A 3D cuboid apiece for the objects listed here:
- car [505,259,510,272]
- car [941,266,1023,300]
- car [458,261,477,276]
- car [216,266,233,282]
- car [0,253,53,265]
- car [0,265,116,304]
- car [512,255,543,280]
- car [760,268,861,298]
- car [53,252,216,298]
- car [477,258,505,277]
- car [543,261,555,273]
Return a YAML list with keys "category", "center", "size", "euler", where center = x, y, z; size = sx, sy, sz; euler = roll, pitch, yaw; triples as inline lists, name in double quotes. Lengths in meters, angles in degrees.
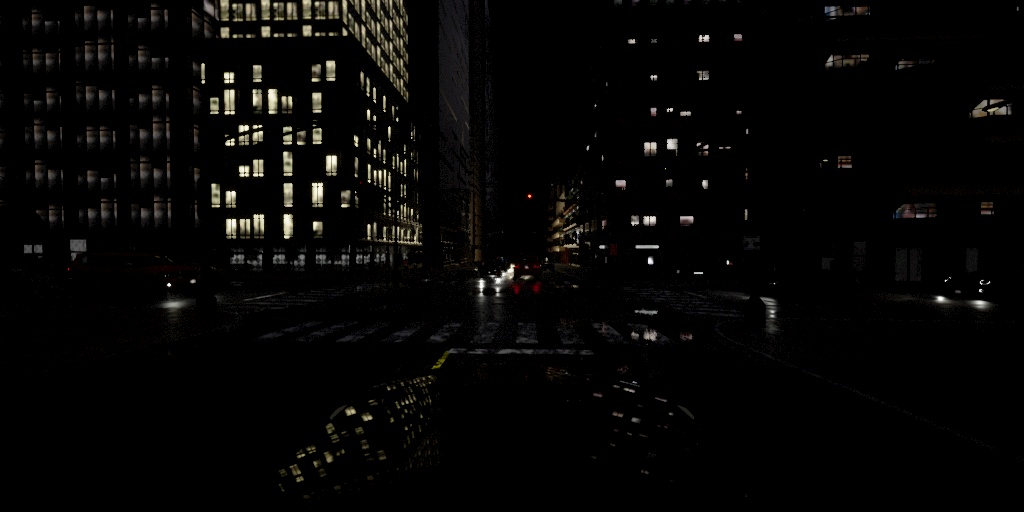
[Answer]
- category: "car"
  center: [-1.603, 1.303, 44.702]
  size: [1.994, 1.385, 4.181]
  euler: [0, 0, 2]
- category: "car"
  center: [25.374, 1.290, 18.477]
  size: [4.553, 1.767, 2.097]
  euler: [0, 1, 3]
- category: "car"
  center: [-4.478, 1.266, 36.910]
  size: [1.751, 1.417, 4.829]
  euler: [0, 0, 2]
- category: "car"
  center: [-20.943, 1.030, 23.334]
  size: [4.829, 1.417, 1.751]
  euler: [0, 0, 3]
- category: "car"
  center: [-32.875, 0.713, 23.960]
  size: [5.009, 1.841, 2.192]
  euler: [0, 0, 3]
- category: "car"
  center: [-19.858, 1.205, 14.957]
  size: [4.403, 1.370, 2.007]
  euler: [0, 0, 3]
- category: "car"
  center: [1.233, 0.964, 30.895]
  size: [2.150, 2.045, 5.566]
  euler: [0, 0, 2]
- category: "car"
  center: [15.530, 1.382, 18.975]
  size: [4.674, 1.442, 1.812]
  euler: [1, 1, 4]
- category: "car"
  center: [-18.139, 0.847, 17.419]
  size: [5.566, 2.045, 2.150]
  euler: [0, 1, 3]
- category: "car"
  center: [-1.958, 1.246, 34.805]
  size: [1.837, 1.490, 4.892]
  euler: [0, 0, 2]
- category: "car"
  center: [4.103, 1.290, 42.435]
  size: [2.007, 1.370, 4.403]
  euler: [0, 0, 2]
